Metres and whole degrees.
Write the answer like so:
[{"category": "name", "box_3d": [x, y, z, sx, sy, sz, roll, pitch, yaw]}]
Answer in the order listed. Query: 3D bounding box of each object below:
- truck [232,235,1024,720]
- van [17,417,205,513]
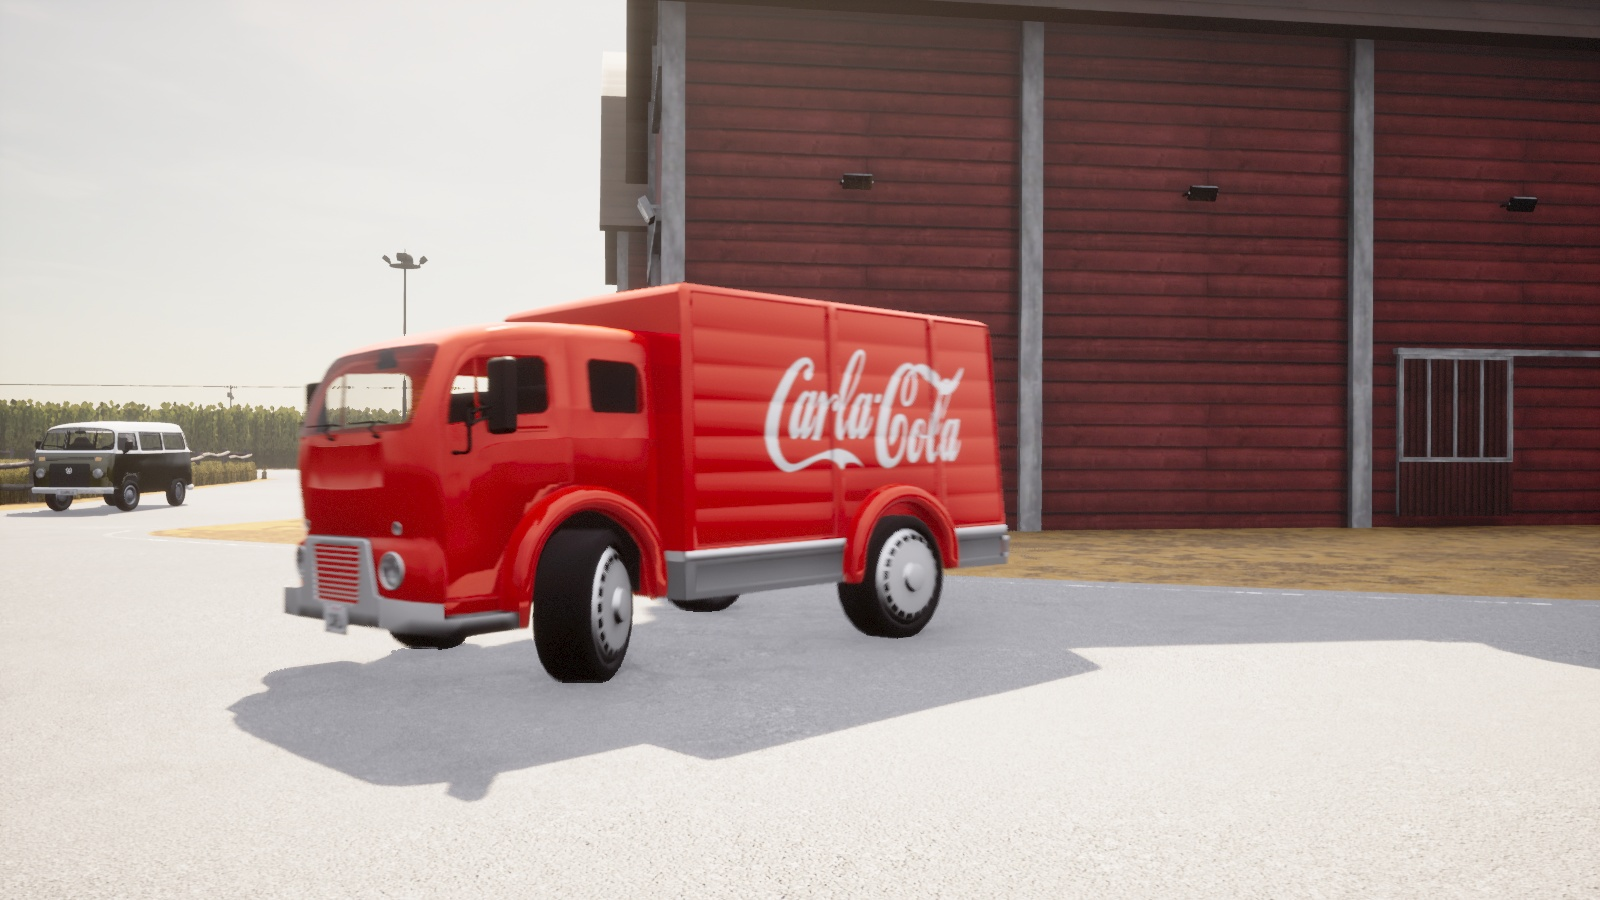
[{"category": "truck", "box_3d": [-0.950, 0.154, 9.185, 2.627, 2.467, 5.204, -2, -1, 43]}, {"category": "van", "box_3d": [-15.876, 0.320, 29.252, 2.069, 2.038, 4.480, 0, 0, -3]}]
